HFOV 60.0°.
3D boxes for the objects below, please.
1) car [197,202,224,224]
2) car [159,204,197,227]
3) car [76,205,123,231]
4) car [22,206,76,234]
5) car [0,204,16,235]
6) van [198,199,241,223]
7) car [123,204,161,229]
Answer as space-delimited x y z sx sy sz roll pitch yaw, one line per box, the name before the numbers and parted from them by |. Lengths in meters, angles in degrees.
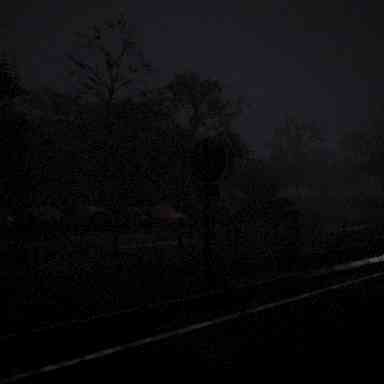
car | -0.037 1.782 26.772 2.163 1.488 4.792 1 -1 -36
car | -2.168 1.707 24.978 1.946 1.575 5.366 1 -1 -36
car | -6.782 1.629 21.892 2.231 1.521 4.892 1 -1 -36
car | -9.044 1.587 20.285 2.097 1.535 5.008 1 -1 -36
car | -11.313 1.421 18.689 2.185 1.767 4.553 1 -1 -36
van | 2.305 1.568 28.270 1.878 1.987 4.442 1 -1 -36
car | -4.548 1.699 23.537 2.163 1.488 4.792 1 -1 -36
